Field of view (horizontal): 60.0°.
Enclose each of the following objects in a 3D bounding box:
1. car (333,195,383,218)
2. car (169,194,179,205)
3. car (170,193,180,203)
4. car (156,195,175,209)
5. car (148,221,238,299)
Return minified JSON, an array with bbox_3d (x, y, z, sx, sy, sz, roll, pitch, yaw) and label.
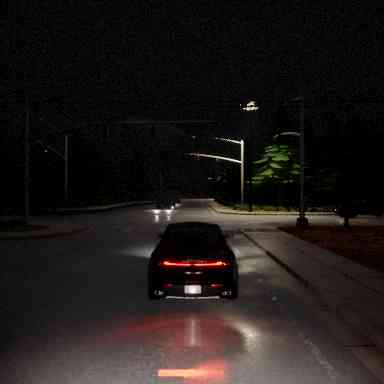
[{"bbox_3d":[15.537,1.248,29.565,5.566,2.045,2.150,0,0,1],"label":"car"},{"bbox_3d":[-3.686,1.547,54.802,2.033,1.411,5.357,0,0,0],"label":"car"},{"bbox_3d":[-3.560,1.221,65.434,2.150,2.045,5.566,0,0,1],"label":"car"},{"bbox_3d":[-3.683,1.505,44.355,1.837,1.490,4.892,0,0,0],"label":"car"},{"bbox_3d":[0.031,1.501,8.416,1.837,1.490,4.892,0,0,0],"label":"car"}]
